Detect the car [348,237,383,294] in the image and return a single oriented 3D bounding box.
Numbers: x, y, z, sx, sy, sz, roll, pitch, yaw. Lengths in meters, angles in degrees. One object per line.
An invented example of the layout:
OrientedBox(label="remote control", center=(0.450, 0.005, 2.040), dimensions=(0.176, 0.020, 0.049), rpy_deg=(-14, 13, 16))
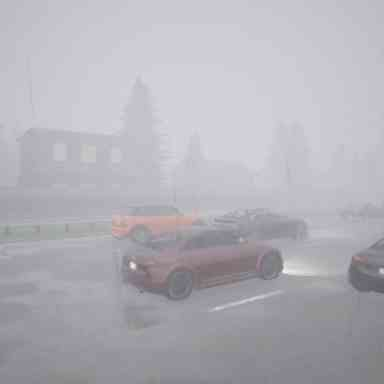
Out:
OrientedBox(label="car", center=(5.465, 1.534, 7.657), dimensions=(4.181, 1.385, 1.994), rpy_deg=(0, 0, -35))

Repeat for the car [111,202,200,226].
OrientedBox(label="car", center=(-1.450, 1.324, 15.618), dimensions=(4.553, 1.767, 2.097), rpy_deg=(0, 0, -36))

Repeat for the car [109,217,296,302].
OrientedBox(label="car", center=(0.369, 1.547, 8.331), dimensions=(4.181, 1.385, 1.994), rpy_deg=(0, 0, -35))

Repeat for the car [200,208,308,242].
OrientedBox(label="car", center=(3.065, 1.454, 14.541), dimensions=(4.902, 1.511, 2.128), rpy_deg=(0, 0, -35))

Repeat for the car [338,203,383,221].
OrientedBox(label="car", center=(13.732, 1.510, 26.451), dimensions=(4.718, 1.301, 1.895), rpy_deg=(0, 0, -35))
